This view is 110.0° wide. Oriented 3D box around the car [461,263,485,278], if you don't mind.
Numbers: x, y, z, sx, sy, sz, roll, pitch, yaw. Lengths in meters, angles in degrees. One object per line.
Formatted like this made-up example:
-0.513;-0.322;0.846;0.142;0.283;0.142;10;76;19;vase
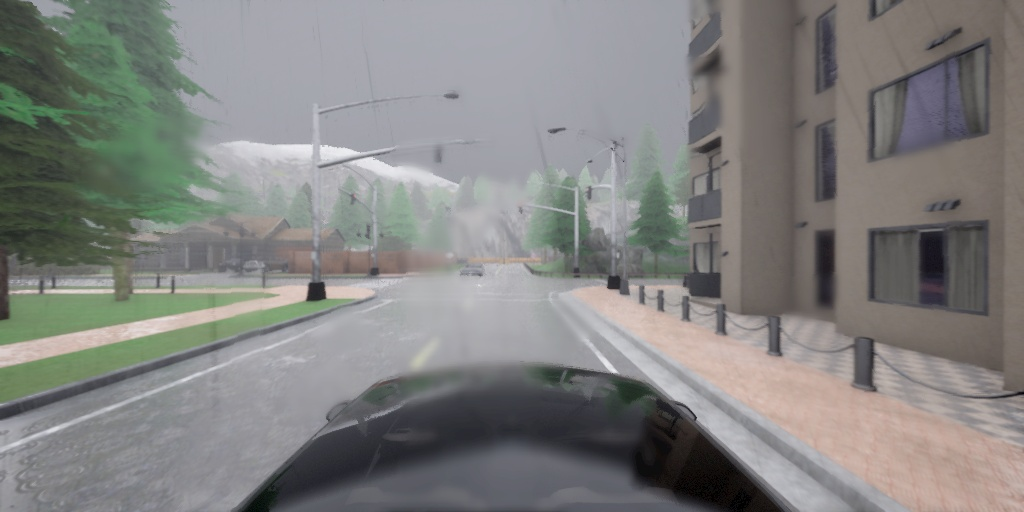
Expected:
-3.507;1.288;32.657;1.895;1.301;4.718;0;0;0;car
